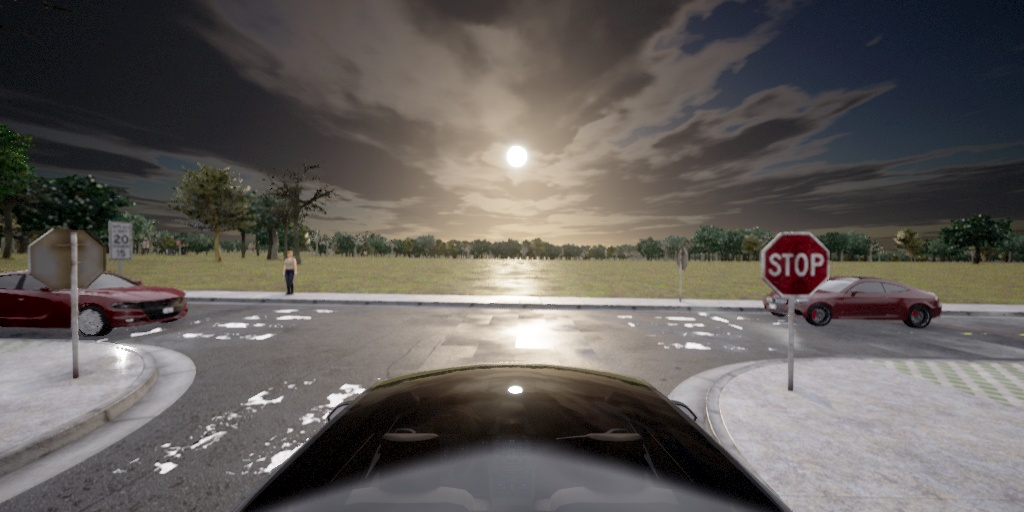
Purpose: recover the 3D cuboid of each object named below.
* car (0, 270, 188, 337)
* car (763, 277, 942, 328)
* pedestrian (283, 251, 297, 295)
[{"bbox_3d":[-11.158,1.059,9.111,5.008,1.535,1.882,1,1,2],"label":"car"},{"bbox_3d":[10.660,1.378,11.393,4.674,1.442,1.812,1,1,2],"label":"car"},{"bbox_3d":[-9.241,0.694,14.917,0.375,1.860,0.375,0,0,2],"label":"pedestrian"}]
